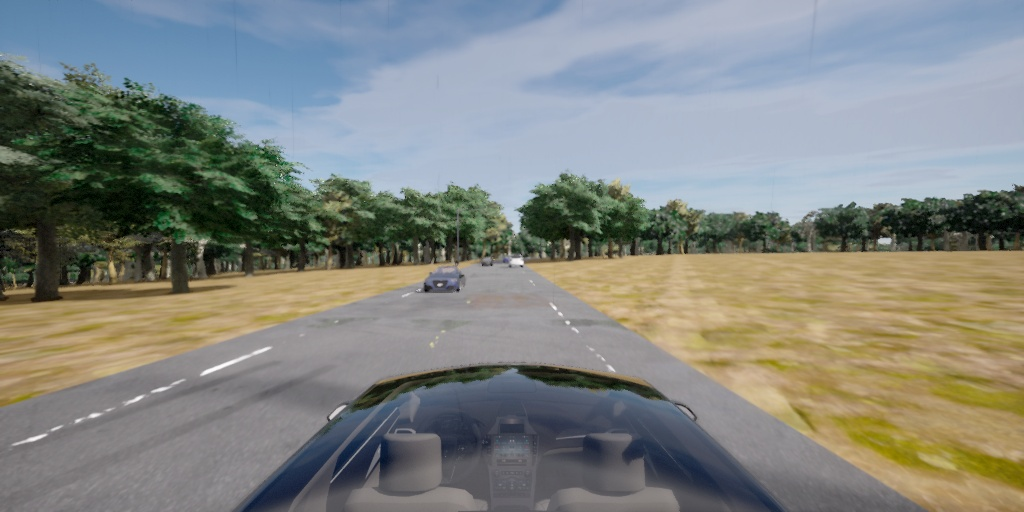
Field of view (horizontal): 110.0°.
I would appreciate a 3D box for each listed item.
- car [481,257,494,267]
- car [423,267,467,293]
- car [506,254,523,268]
[{"bbox_3d":[-4.207,0.981,61.749,1.882,1.535,5.008,0,1,0],"label":"car"},{"bbox_3d":[-3.792,1.311,20.811,1.994,1.385,4.181,0,0,-1],"label":"car"},{"bbox_3d":[0.615,0.765,56.219,2.150,2.045,5.566,0,0,-1],"label":"car"}]
